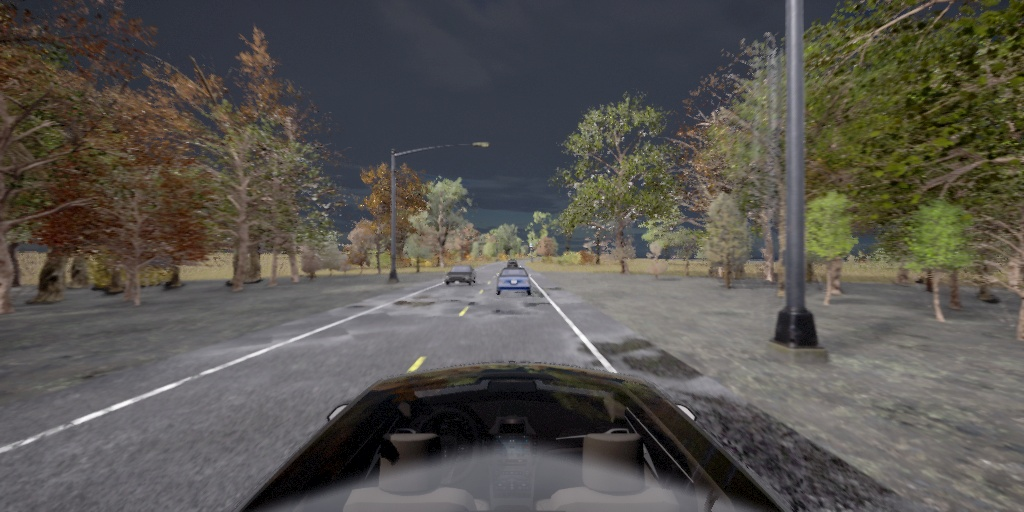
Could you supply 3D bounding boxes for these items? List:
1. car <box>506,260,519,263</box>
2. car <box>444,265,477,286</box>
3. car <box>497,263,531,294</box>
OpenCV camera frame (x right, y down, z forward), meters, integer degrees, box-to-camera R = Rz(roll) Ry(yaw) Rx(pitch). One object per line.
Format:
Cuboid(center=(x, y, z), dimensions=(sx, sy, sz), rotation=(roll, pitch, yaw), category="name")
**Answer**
Cuboid(center=(0.095, 1.398, 62.291), dimensions=(1.837, 1.490, 4.892), rotation=(0, 0, 0), category="car")
Cuboid(center=(-3.593, 1.355, 26.069), dimensions=(2.033, 1.411, 5.357), rotation=(0, 0, 0), category="car")
Cuboid(center=(0.097, 1.342, 20.431), dimensions=(2.033, 1.411, 5.357), rotation=(0, 0, 0), category="car")
